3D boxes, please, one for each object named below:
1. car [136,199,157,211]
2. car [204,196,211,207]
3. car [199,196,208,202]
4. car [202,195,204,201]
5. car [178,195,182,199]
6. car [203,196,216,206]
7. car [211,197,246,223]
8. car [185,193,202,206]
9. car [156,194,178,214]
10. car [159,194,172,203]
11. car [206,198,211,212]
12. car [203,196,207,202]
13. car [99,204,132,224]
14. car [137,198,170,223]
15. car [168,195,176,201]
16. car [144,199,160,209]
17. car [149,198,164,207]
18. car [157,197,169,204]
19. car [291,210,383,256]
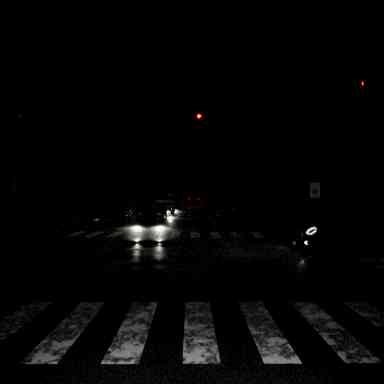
[{"bbox_3d":[-5.604,1.579,41.587,2.008,1.369,4.403,0,0,0],"label":"car"},{"bbox_3d":[2.921,1.579,41.561,2.008,1.369,4.403,0,0,0],"label":"car"},{"bbox_3d":[2.647,1.573,75.849,1.837,1.490,4.892,0,0,0],"label":"car"},{"bbox_3d":[2.964,1.481,52.475,1.967,1.590,4.097,0,0,0],"label":"car"},{"bbox_3d":[-2.913,1.525,46.131,2.128,1.511,4.902,0,0,0],"label":"car"},{"bbox_3d":[2.985,1.487,57.931,1.967,1.590,4.097,0,0,0],"label":"car"},{"bbox_3d":[2.857,1.326,25.193,2.192,1.841,5.009,0,0,0],"label":"car"},{"bbox_3d":[0.321,1.269,57.619,2.150,2.045,5.566,0,0,0],"label":"car"},{"bbox_3d":[-2.963,1.243,35.687,2.150,2.045,5.566,0,0,0],"label":"car"},{"bbox_3d":[-5.497,1.375,68.873,2.192,1.841,5.009,0,0,0],"label":"car"},{"bbox_3d":[2.900,1.588,36.105,1.947,1.339,4.313,0,0,0],"label":"car"},{"bbox_3d":[2.942,1.585,47.018,2.008,1.369,4.403,0,0,0],"label":"car"},{"bbox_3d":[-5.668,1.576,25.217,1.947,1.339,4.313,0,0,0],"label":"car"},{"bbox_3d":[-3.004,1.489,25.620,1.882,1.535,5.008,0,0,0],"label":"car"},{"bbox_3d":[-5.412,1.533,90.701,1.967,1.590,4.097,0,0,0],"label":"car"},{"bbox_3d":[-5.583,1.616,47.044,1.802,1.307,4.206,0,0,0],"label":"car"},{"bbox_3d":[-5.561,1.623,52.501,1.802,1.307,4.206,0,0,0],"label":"car"},{"bbox_3d":[-5.519,1.635,63.416,1.802,1.307,4.206,0,0,0],"label":"car"},{"bbox_3d":[6.358,1.503,13.272,4.553,1.767,2.097,1,0,0],"label":"car"}]
